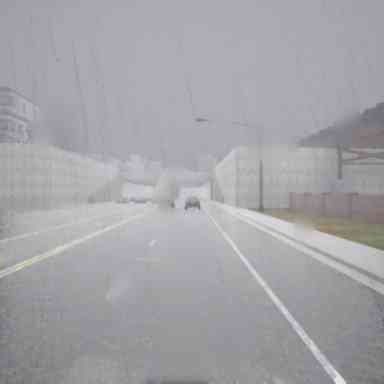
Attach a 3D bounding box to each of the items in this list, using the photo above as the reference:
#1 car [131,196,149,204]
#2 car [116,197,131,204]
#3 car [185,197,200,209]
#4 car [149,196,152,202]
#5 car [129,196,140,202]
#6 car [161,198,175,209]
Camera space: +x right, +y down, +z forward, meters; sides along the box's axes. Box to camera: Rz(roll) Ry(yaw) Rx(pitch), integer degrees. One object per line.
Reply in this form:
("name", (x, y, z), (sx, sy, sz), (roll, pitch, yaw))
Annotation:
("car", (-10.506, 1.635, 67.430), (1.882, 1.535, 5.008), (0, 0, 0))
("car", (-14.004, 1.680, 67.358), (2.128, 1.511, 4.902), (0, 0, 0))
("car", (0.096, 1.463, 47.192), (2.097, 1.767, 4.553), (0, 0, 0))
("car", (-10.505, 1.716, 81.817), (1.812, 1.442, 4.674), (0, 0, 0))
("car", (-14.005, 1.744, 81.817), (1.994, 1.385, 4.181), (0, 0, 0))
("car", (-3.403, 1.604, 47.712), (2.128, 1.511, 4.902), (0, 0, 0))
